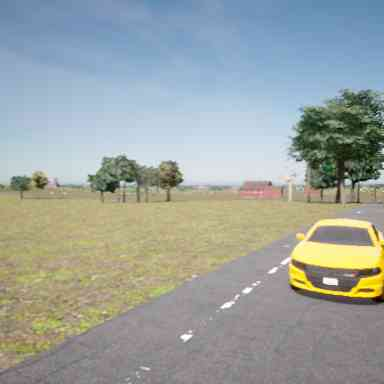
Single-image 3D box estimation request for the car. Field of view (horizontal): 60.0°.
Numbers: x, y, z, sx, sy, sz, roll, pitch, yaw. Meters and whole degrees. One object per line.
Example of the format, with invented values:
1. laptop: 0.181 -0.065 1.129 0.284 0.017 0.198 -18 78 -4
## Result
1. car: 3.940 1.481 8.679 1.882 1.535 5.008 1 0 29
